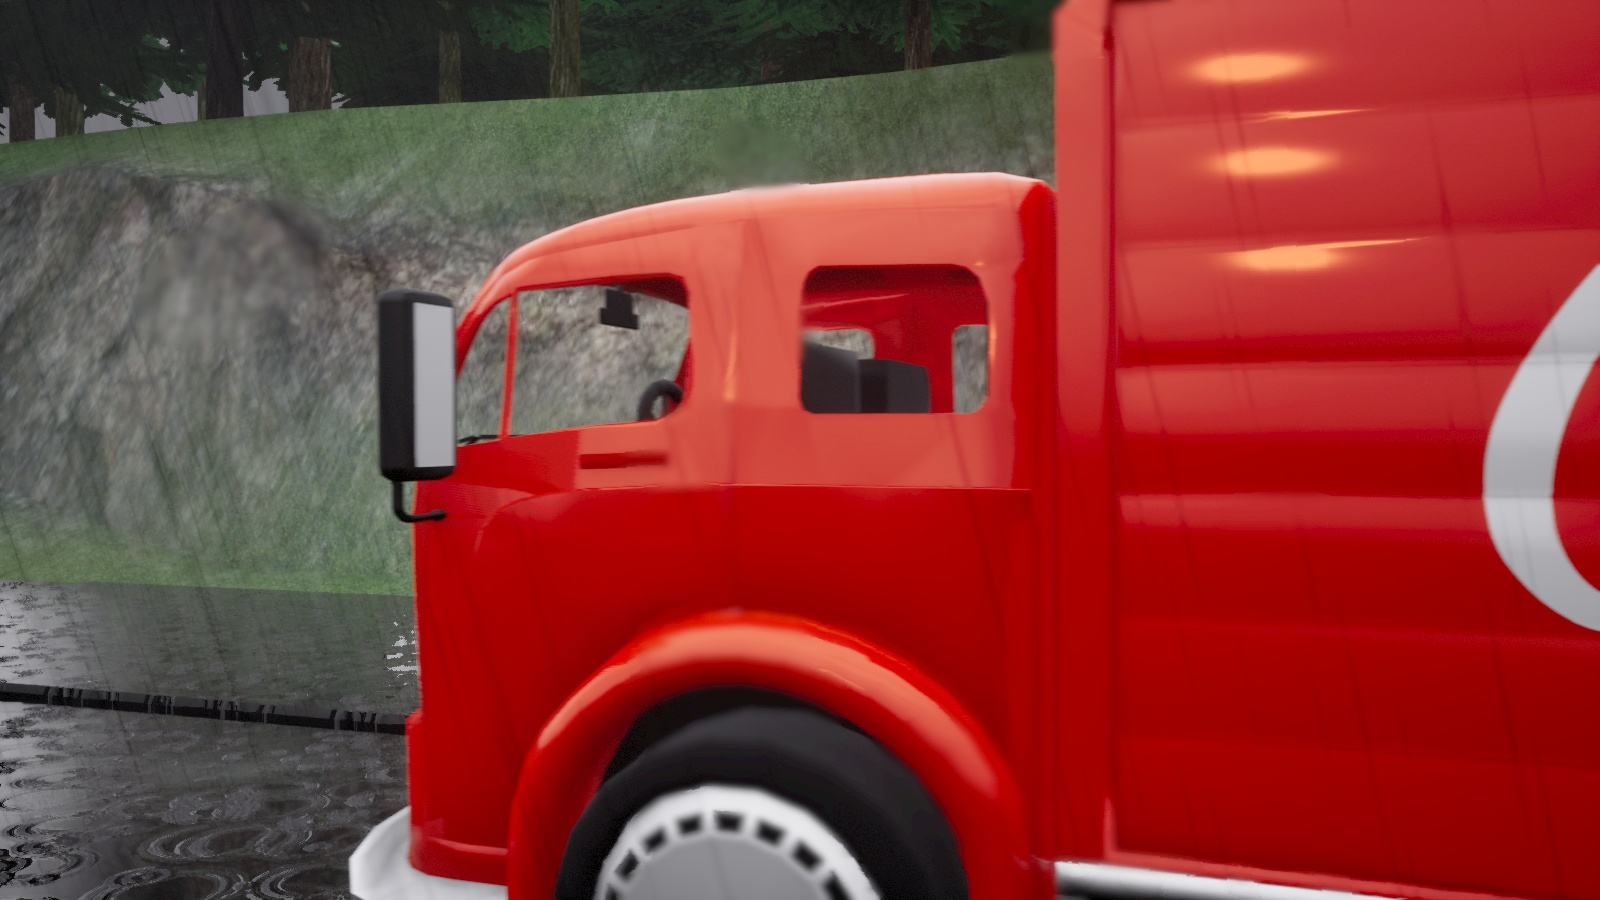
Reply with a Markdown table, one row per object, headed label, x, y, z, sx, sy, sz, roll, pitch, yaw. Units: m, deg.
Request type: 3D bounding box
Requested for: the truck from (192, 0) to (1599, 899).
| label | x | y | z | sx | sy | sz | roll | pitch | yaw |
| --- | --- | --- | --- | --- | --- | --- | --- | --- | --- |
| truck | 1.540 | 0.294 | 3.203 | 5.204 | 2.467 | 2.627 | 1 | 1 | 19 |
